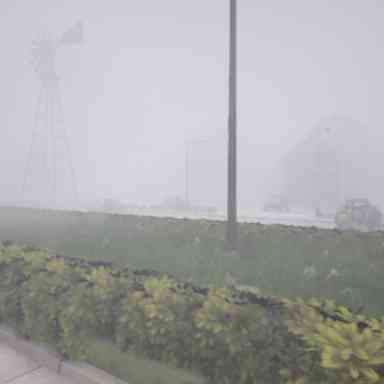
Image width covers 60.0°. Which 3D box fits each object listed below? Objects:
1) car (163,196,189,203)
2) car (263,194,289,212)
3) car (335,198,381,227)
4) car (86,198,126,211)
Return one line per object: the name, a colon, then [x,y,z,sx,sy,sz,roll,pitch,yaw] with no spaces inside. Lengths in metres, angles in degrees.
car: [-2.006,1.323,44.010,1.816,1.474,4.193,0,0,35]
car: [9.344,1.219,36.710,1.905,1.878,3.866,0,0,35]
car: [10.043,1.286,20.006,1.932,1.855,4.605,0,0,35]
car: [-8.440,1.348,32.805,1.784,1.438,3.905,0,0,35]
